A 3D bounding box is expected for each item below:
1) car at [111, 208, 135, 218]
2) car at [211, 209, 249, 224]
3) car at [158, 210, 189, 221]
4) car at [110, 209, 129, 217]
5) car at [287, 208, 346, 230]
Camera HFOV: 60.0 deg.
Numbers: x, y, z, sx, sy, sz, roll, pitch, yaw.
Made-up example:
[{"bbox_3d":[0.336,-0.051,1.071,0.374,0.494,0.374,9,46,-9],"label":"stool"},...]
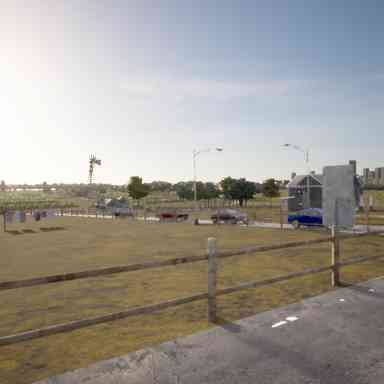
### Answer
[{"bbox_3d":[-11.319,3.465,55.260,2.097,1.767,4.553,0,-2,-36],"label":"car"},{"bbox_3d":[3.777,2.485,34.003,1.812,1.442,4.674,0,-2,-36],"label":"car"},{"bbox_3d":[-2.363,2.993,42.591,1.895,1.301,4.718,0,-2,-36],"label":"car"},{"bbox_3d":[-13.977,3.977,63.867,1.994,1.385,4.181,0,-3,-36],"label":"car"},{"bbox_3d":[9.753,2.029,25.659,1.882,1.535,5.008,0,-2,-36],"label":"car"}]
